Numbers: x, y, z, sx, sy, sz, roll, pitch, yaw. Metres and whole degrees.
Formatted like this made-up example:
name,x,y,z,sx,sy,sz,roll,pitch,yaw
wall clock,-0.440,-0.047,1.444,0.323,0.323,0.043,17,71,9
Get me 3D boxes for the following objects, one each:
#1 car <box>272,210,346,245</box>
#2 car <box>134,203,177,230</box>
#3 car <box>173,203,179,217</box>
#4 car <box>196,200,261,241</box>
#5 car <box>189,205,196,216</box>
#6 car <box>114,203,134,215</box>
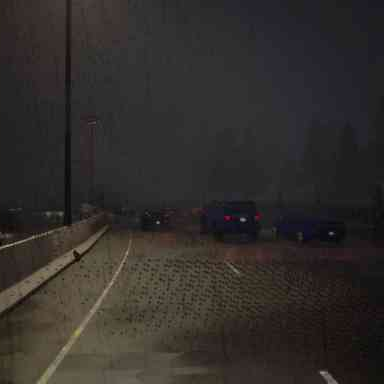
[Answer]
name,x,y,z,sx,sy,sz,roll,pitch,yaw
car,5.688,1.666,16.838,1.882,1.535,5.008,0,-1,-8
car,-2.681,1.752,23.343,2.128,1.511,4.902,0,-1,-13
car,-2.815,1.895,36.230,2.128,1.511,4.902,0,-1,-19
car,1.941,1.426,18.262,2.150,2.045,5.566,0,-1,-10
car,1.184,1.872,35.358,1.882,1.535,5.008,0,-1,-18
car,-8.343,2.002,40.857,2.033,1.411,5.357,0,-1,-23
